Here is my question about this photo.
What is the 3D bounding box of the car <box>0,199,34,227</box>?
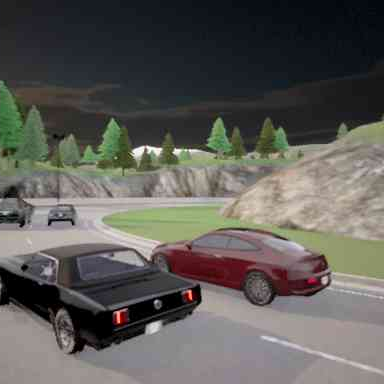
[{"bbox_3d":[-12.588,1.420,23.305,2.097,1.767,4.553,1,0,-19],"label":"car"}]

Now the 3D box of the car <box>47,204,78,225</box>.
[{"bbox_3d":[-9.697,1.645,25.106,2.033,1.411,5.357,0,0,-17],"label":"car"}]

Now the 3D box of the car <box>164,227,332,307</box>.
[{"bbox_3d":[0.951,1.587,8.194,4.674,1.442,1.812,0,0,42],"label":"car"}]

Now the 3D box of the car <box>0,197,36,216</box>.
[{"bbox_3d":[-17.970,1.452,34.050,2.097,1.767,4.553,0,0,-4],"label":"car"}]

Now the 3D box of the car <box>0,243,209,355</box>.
[{"bbox_3d":[-2.137,1.629,6.239,4.718,1.301,1.895,0,0,44],"label":"car"}]
